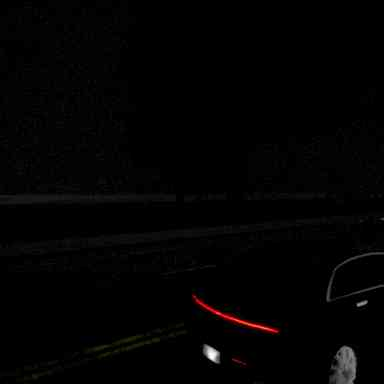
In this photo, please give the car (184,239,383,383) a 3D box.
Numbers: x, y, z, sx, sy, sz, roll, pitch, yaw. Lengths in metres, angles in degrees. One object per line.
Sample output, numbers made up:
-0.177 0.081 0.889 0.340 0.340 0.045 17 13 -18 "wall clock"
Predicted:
2.178 1.480 5.000 4.892 1.490 1.837 0 0 -36 "car"
